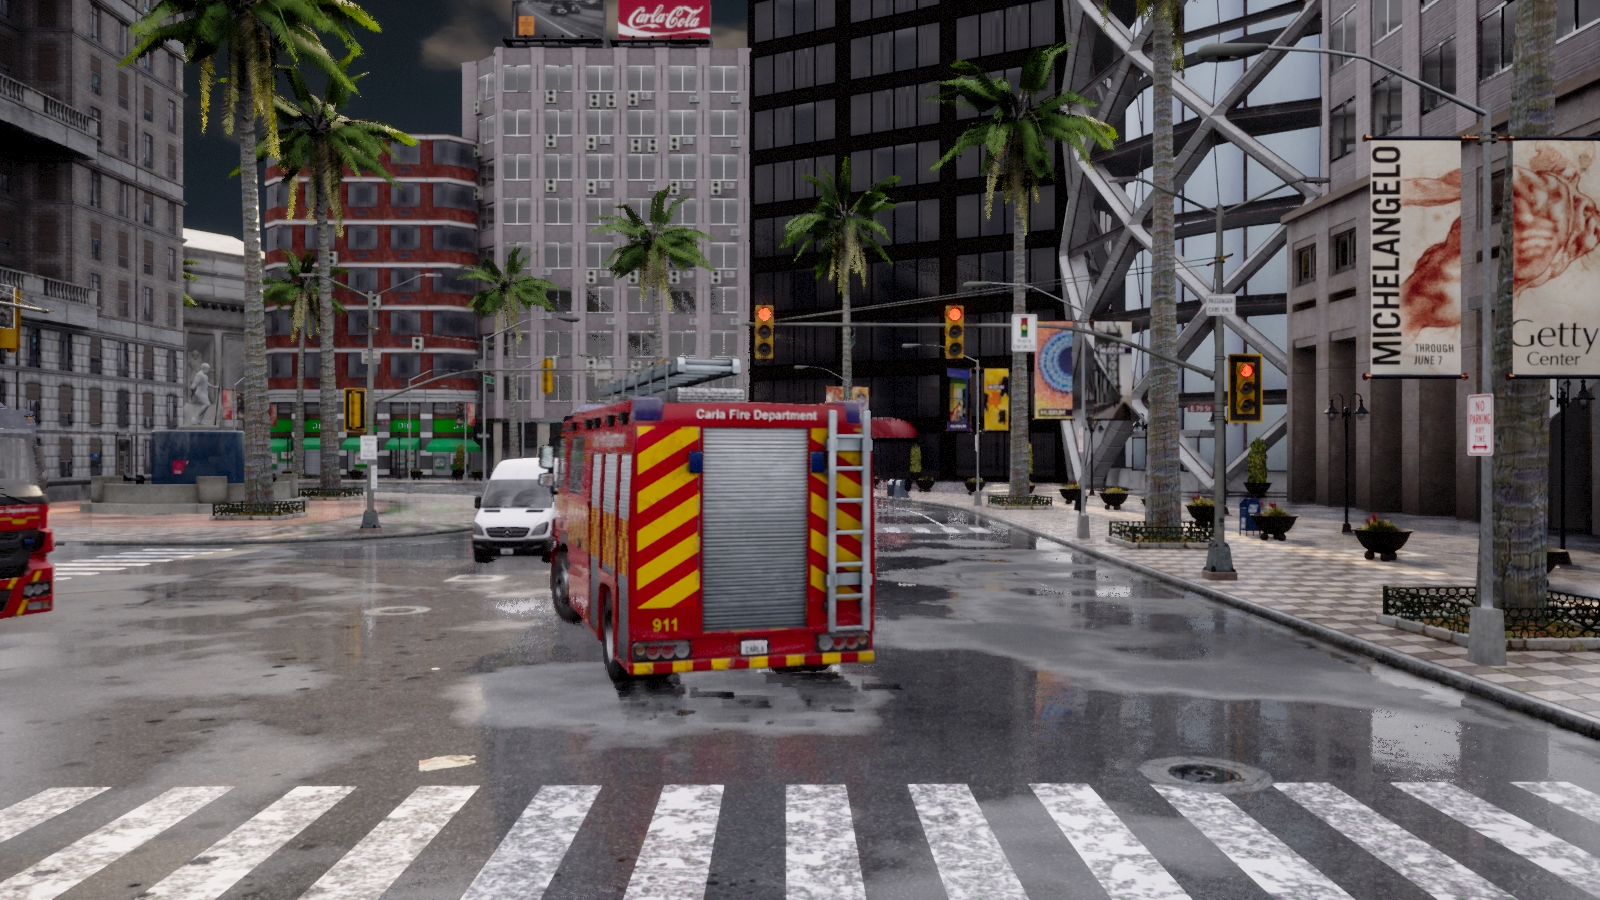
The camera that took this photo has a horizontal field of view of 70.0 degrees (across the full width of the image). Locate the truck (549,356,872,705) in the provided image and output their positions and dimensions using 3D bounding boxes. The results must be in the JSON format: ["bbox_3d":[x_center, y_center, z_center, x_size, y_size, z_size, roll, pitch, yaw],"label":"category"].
[{"bbox_3d":[-1.834,0.884,16.989,2.891,3.827,8.468,0,0,-18],"label":"truck"}]

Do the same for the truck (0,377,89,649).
[{"bbox_3d":[-15.301,0.884,17.215,8.468,3.827,2.891,0,0,17],"label":"truck"}]

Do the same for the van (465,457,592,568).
[{"bbox_3d":[-7.025,1.521,30.243,1.988,2.561,5.915,0,0,0],"label":"van"}]
